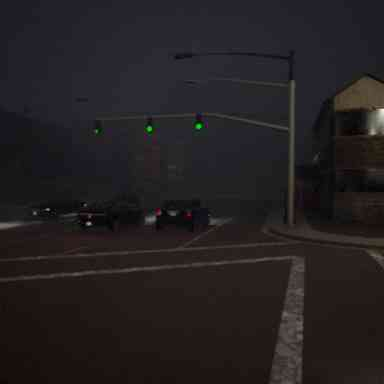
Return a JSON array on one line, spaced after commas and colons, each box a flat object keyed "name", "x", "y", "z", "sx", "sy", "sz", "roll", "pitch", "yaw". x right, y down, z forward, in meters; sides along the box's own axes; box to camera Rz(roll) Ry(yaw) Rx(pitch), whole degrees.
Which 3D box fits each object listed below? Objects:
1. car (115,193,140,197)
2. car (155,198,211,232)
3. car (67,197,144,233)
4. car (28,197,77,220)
[{"name": "car", "x": -6.925, "y": 0.846, "z": 34.571, "sx": 2.128, "sy": 1.511, "sz": 4.902, "roll": 1, "pitch": 2, "yaw": 16}, {"name": "car", "x": -0.362, "y": 1.123, "z": 18.779, "sx": 2.097, "sy": 1.767, "sz": 4.553, "roll": 1, "pitch": 1, "yaw": 16}, {"name": "car", "x": -4.203, "y": 1.251, "z": 18.071, "sx": 2.128, "sy": 1.511, "sz": 4.902, "roll": 1, "pitch": 1, "yaw": 16}, {"name": "car", "x": -9.823, "y": 1.111, "z": 24.572, "sx": 2.128, "sy": 1.511, "sz": 4.902, "roll": 1, "pitch": 1, "yaw": 16}]
